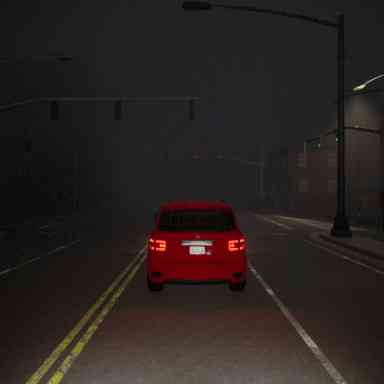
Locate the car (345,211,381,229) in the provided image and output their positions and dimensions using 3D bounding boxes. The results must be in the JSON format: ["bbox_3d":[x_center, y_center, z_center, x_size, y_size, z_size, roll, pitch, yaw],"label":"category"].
[{"bbox_3d":[15.426,2.488,29.717,4.902,1.511,2.128,8,0,0],"label":"car"}]

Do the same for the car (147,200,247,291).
[{"bbox_3d":[0.098,1.221,9.118,2.150,2.045,5.566,0,0,0],"label":"car"}]
